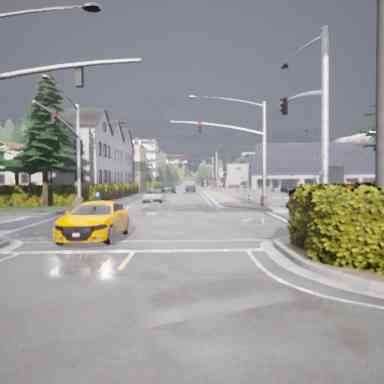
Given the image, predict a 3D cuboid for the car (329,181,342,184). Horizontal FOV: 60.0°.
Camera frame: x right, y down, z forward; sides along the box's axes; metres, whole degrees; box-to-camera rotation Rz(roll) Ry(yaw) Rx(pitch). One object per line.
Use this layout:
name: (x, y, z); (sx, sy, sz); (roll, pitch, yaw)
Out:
car: (25.243, -1.076, 59.530); (2.152, 1.636, 5.027); (-1, 2, -1)

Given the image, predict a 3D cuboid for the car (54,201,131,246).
car: (-3.661, 1.109, 12.975); (1.882, 1.535, 5.008); (-1, -1, 0)

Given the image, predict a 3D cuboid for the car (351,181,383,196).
car: (22.216, -0.488, 42.136); (1.932, 1.855, 4.605); (-1, 2, -1)

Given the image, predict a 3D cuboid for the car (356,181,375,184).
car: (18.980, -0.197, 34.252); (1.905, 1.878, 3.866); (-1, 2, -1)

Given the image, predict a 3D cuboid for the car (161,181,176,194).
car: (-3.796, -0.698, 53.756); (2.150, 2.045, 5.566); (-1, 2, 0)

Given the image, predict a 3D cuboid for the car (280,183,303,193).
car: (15.213, -0.566, 52.106); (2.007, 1.523, 4.514); (-1, 2, -1)

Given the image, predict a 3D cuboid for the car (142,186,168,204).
car: (-3.734, 0.424, 32.688); (1.895, 1.301, 4.718); (-1, 2, 0)

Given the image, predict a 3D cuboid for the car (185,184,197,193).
car: (-0.234, -0.638, 58.708); (2.128, 1.511, 4.902); (-1, 2, 0)
